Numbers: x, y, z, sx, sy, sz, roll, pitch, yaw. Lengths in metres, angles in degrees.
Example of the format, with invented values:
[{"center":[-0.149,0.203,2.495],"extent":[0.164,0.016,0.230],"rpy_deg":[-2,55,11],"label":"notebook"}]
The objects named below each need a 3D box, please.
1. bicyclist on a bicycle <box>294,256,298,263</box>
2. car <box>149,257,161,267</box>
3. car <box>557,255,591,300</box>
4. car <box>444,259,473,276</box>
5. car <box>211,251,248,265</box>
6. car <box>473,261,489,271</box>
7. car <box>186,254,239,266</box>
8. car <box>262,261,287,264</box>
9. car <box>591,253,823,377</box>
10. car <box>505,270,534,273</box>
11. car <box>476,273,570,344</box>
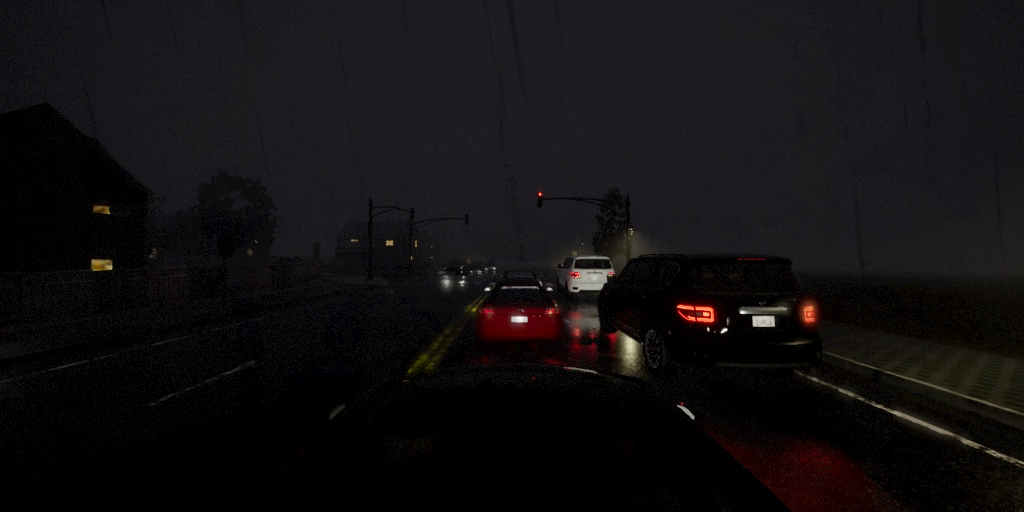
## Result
[{"center":[-24.185,0.781,40.223],"extent":[0.582,1.620,1.656],"rpy_deg":[1,-1,16],"label":"bicyclist on a bicycle"},{"center":[-40.287,0.625,38.642],"extent":[4.892,1.490,1.837],"rpy_deg":[1,-1,16],"label":"car"},{"center":[3.555,0.983,17.870],"extent":[2.150,2.045,5.566],"rpy_deg":[0,0,1],"label":"car"},{"center":[-5.753,1.151,37.993],"extent":[2.097,1.767,4.553],"rpy_deg":[0,0,3],"label":"car"},{"center":[-31.763,0.530,39.295],"extent":[5.566,2.045,2.150],"rpy_deg":[1,-1,16],"label":"car"},{"center":[-5.052,1.380,52.121],"extent":[2.033,1.411,5.357],"rpy_deg":[0,0,3],"label":"car"},{"center":[-30.408,0.829,35.872],"extent":[5.357,1.411,2.033],"rpy_deg":[1,-1,16],"label":"car"},{"center":[-20.868,0.940,33.205],"extent":[4.892,1.490,1.837],"rpy_deg":[1,-1,16],"label":"car"},{"center":[3.402,0.974,7.512],"extent":[2.150,2.045,5.566],"rpy_deg":[0,0,0],"label":"car"},{"center":[0.343,1.364,18.443],"extent":[1.895,1.301,4.718],"rpy_deg":[0,0,-3],"label":"car"},{"center":[0.178,1.319,9.634],"extent":[1.994,1.385,4.181],"rpy_deg":[0,0,0],"label":"car"}]
